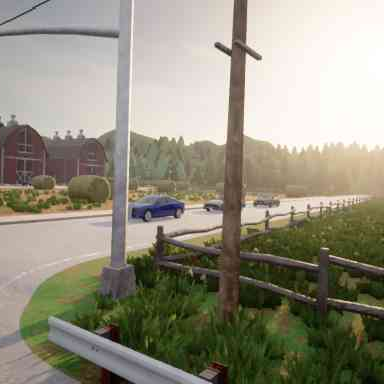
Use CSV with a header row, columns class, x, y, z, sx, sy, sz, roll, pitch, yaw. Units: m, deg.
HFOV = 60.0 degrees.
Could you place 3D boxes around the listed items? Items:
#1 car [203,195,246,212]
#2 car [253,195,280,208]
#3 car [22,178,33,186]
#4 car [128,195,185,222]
class,x,y,z,sx,sy,sz,roll,pitch,yaw
car,3.029,0.992,29.480,2.033,1.411,5.357,3,2,33
car,8.546,0.992,37.835,1.994,1.385,4.181,3,2,33
car,-38.954,-2.351,79.381,1.905,1.878,3.866,8,2,-13
car,-2.411,0.939,21.219,1.882,1.535,5.008,3,2,33
